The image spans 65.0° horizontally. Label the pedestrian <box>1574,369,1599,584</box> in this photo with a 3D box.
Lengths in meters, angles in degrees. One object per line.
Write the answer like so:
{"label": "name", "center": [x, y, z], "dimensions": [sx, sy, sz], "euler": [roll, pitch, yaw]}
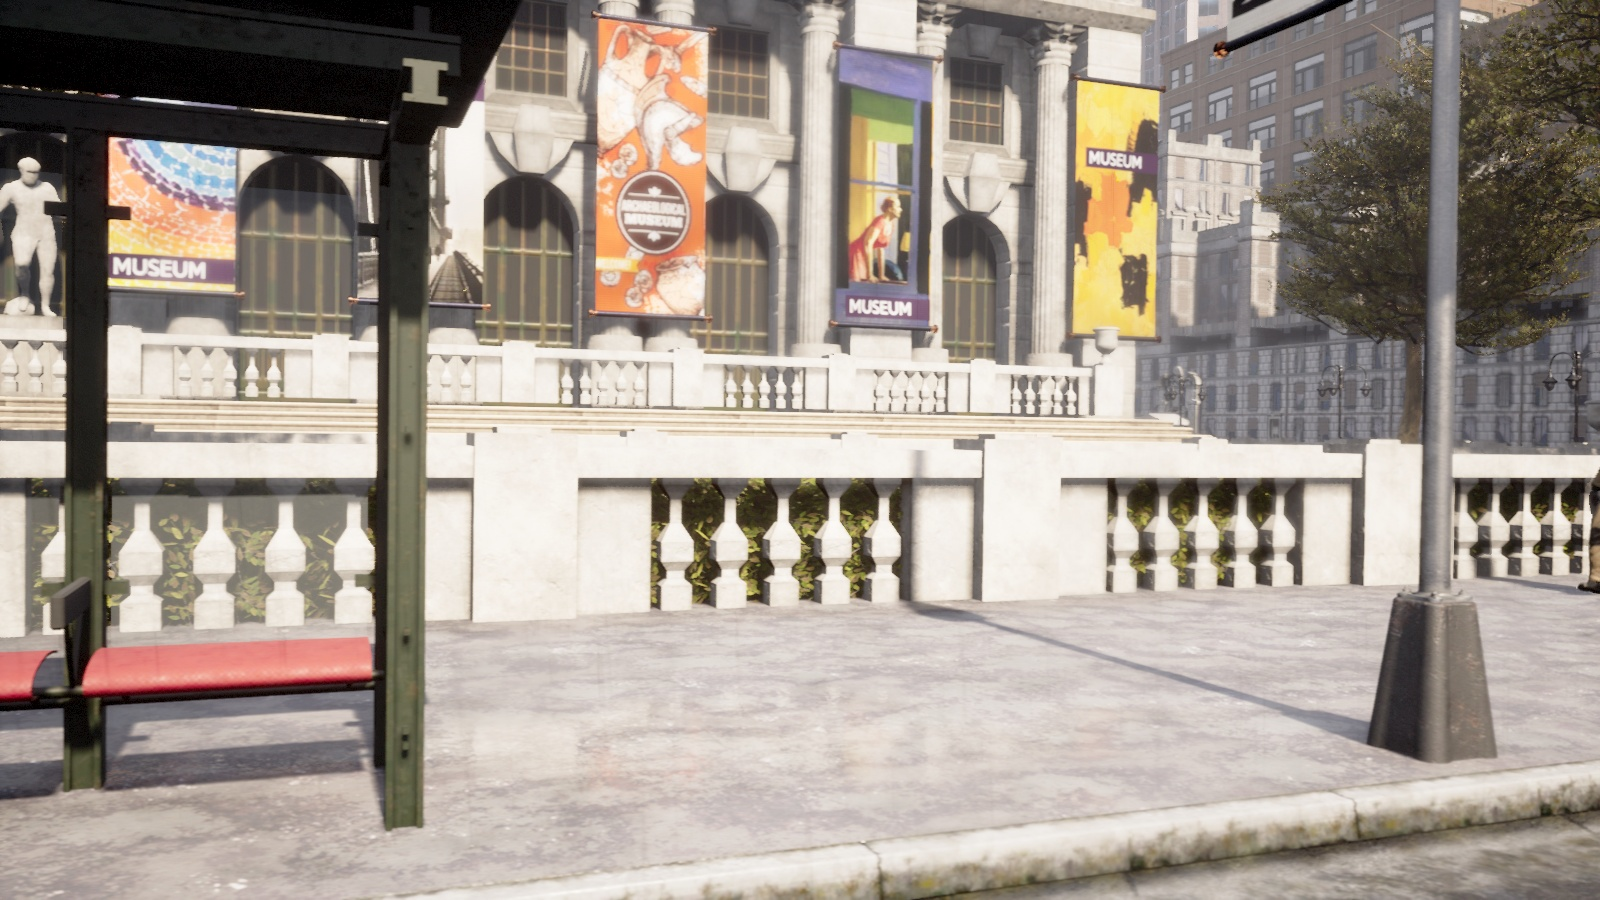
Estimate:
{"label": "pedestrian", "center": [7.496, 0.232, 11.448], "dimensions": [0.692, 1.930, 0.396], "euler": [-1, 1, -18]}
